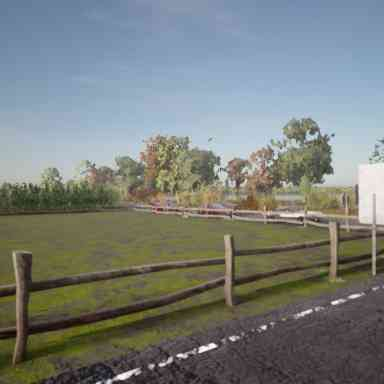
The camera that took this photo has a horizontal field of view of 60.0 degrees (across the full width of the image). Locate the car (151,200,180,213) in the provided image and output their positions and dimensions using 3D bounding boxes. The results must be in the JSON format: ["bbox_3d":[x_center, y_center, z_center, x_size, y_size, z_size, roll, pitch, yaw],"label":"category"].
[{"bbox_3d":[-3.272,1.968,44.042,1.882,1.535,5.008,-1,-1,-29],"label":"car"}]

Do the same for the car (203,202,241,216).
[{"bbox_3d":[3.367,1.883,38.644,1.812,1.442,4.674,-1,0,-34],"label":"car"}]

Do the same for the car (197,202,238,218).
[{"bbox_3d":[2.298,1.878,35.097,1.812,1.442,4.674,-1,0,-34],"label":"car"}]

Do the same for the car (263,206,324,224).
[{"bbox_3d":[8.063,1.814,26.783,1.895,1.301,4.718,-1,0,-35],"label":"car"}]

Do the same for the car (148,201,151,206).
[{"bbox_3d":[-6.968,2.166,62.026,2.128,1.511,4.902,0,0,-15],"label":"car"}]
